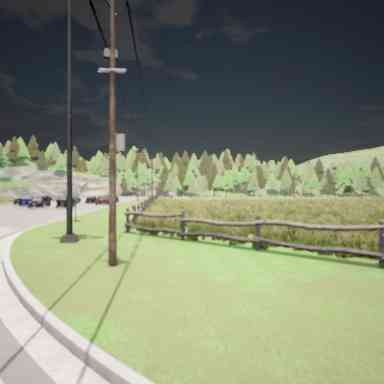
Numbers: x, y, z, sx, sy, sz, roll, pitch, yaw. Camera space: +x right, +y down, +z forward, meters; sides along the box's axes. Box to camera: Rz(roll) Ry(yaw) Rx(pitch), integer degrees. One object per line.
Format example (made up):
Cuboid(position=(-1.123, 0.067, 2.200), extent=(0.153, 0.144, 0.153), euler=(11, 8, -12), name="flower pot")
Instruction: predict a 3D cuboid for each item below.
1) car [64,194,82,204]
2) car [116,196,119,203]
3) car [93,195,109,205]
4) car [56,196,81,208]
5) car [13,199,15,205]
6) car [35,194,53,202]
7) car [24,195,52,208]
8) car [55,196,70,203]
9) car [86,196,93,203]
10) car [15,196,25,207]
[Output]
Cuboid(position=(-23.251, 1.345, 65.196), extent=(2.097, 1.767, 4.553), euler=(0, 0, -5), name="car")
Cuboid(position=(-16.798, 1.498, 70.988), extent=(1.837, 1.490, 4.892), euler=(0, 0, -5), name="car")
Cuboid(position=(-15.607, 1.349, 58.964), extent=(2.097, 1.767, 4.553), euler=(0, 0, -5), name="car")
Cuboid(position=(-18.185, 1.472, 48.587), extent=(1.882, 1.535, 5.008), euler=(0, 0, -5), name="car")
Cuboid(position=(-29.743, 1.466, 58.689), extent=(1.882, 1.535, 5.008), euler=(0, 0, -5), name="car")
Cuboid(position=(-30.682, 1.299, 69.067), extent=(1.882, 1.535, 5.008), euler=(0, 0, -5), name="car")
Cuboid(position=(-21.579, 1.518, 47.260), extent=(1.812, 1.442, 4.674), euler=(0, 0, -5), name="car")
Cuboid(position=(-27.271, 1.544, 70.209), extent=(1.994, 1.385, 4.181), euler=(0, 0, -5), name="car")
Cuboid(position=(-19.861, 1.473, 66.665), extent=(1.882, 1.535, 5.008), euler=(0, 0, -5), name="car")
Cuboid(position=(-25.579, 1.468, 52.628), extent=(1.882, 1.535, 5.008), euler=(0, 0, -5), name="car")
